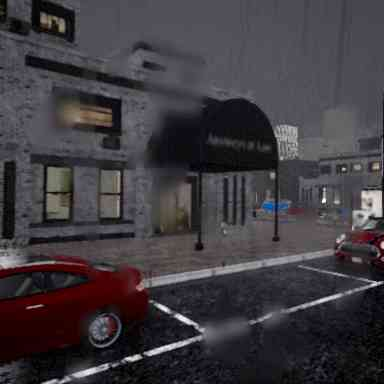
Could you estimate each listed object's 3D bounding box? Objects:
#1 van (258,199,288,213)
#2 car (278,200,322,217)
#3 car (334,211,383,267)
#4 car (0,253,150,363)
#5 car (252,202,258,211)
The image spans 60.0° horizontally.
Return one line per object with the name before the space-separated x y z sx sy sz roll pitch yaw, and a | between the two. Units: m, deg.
van | 10.888 1.793 42.585 1.690 1.788 3.998 1 -1 -36
car | 12.013 1.940 36.447 1.994 1.385 4.181 1 -1 -36
car | 6.648 1.563 11.291 4.097 1.590 1.967 1 0 -35
car | -2.630 1.587 4.676 4.206 1.307 1.802 1 0 -35
car | 7.648 2.012 47.054 1.887 1.381 4.507 1 -1 -36
